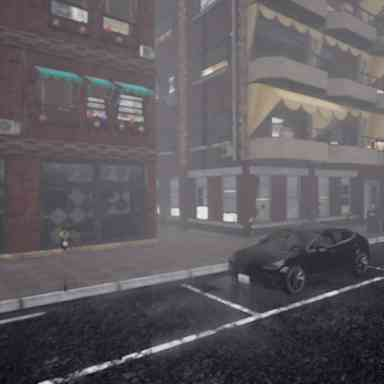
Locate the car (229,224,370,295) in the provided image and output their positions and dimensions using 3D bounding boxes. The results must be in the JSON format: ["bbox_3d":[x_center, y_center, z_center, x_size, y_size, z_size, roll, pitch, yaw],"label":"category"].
[{"bbox_3d":[2.924,1.542,8.655,4.313,1.339,1.947,0,0,-36],"label":"car"}]
